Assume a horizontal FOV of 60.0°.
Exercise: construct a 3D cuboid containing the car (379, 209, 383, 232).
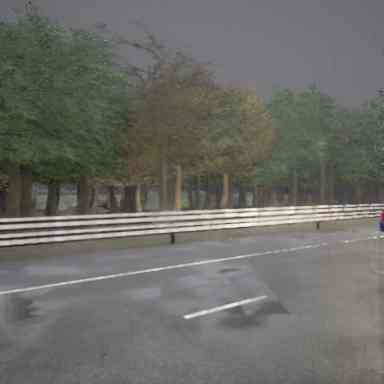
[{"bbox_3d":[11.100,1.209,15.608,5.566,2.045,2.150,0,0,-33],"label":"car"}]
